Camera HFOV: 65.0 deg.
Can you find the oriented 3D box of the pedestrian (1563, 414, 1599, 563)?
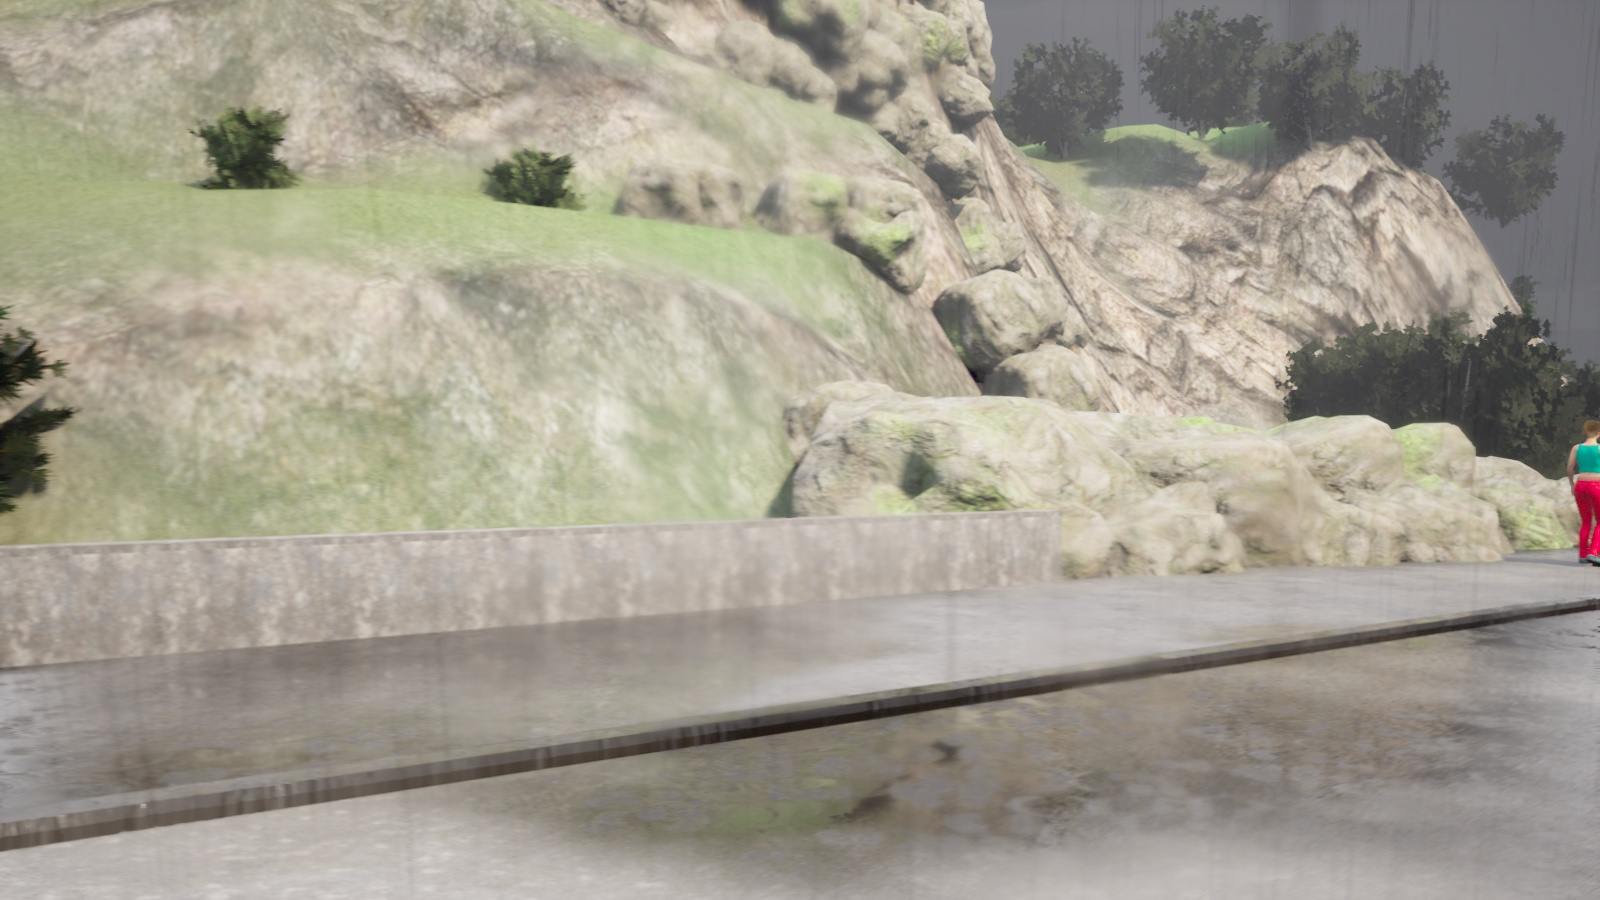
[{"bbox_3d":[9.876,0.472,15.699,0.594,1.836,0.345,0,0,-32],"label":"pedestrian"}]
